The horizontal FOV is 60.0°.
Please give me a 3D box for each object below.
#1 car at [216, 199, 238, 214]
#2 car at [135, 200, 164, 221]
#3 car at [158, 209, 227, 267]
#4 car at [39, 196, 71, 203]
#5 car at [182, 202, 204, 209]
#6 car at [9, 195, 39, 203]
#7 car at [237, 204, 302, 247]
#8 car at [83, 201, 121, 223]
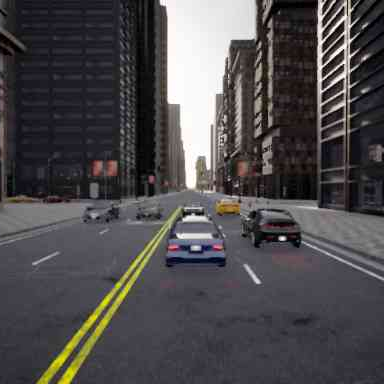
[{"bbox_3d":[3.350,1.395,31.609,1.882,1.535,5.008,0,0,0],"label":"car"},{"bbox_3d":[-3.345,1.436,26.933,1.837,1.490,4.892,0,0,0],"label":"car"},{"bbox_3d":[0.102,1.518,11.286,2.033,1.411,5.357,0,0,0],"label":"car"},{"bbox_3d":[-22.780,1.258,56.253,4.507,1.381,1.887,0,0,0],"label":"car"},{"bbox_3d":[0.101,1.524,29.299,1.895,1.301,4.718,0,0,0],"label":"car"},{"bbox_3d":[-28.234,1.194,56.221,4.829,1.417,1.752,0,0,0],"label":"car"},{"bbox_3d":[3.350,1.466,14.744,1.837,1.490,4.892,0,0,0],"label":"car"},{"bbox_3d":[-6.598,1.427,24.777,2.128,1.511,4.902,0,0,0],"label":"car"}]
